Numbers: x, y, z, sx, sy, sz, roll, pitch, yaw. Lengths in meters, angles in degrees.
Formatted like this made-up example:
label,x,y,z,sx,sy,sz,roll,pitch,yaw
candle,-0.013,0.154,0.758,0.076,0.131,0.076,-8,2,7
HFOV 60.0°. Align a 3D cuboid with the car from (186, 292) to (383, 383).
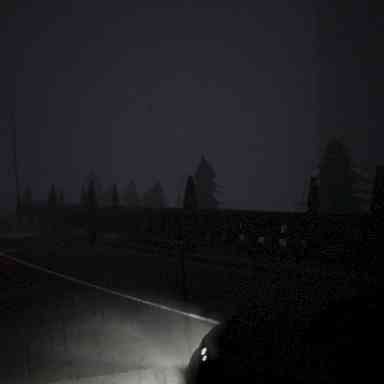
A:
label,x,y,z,sx,sy,sz,roll,pitch,yaw
car,1.989,1.582,2.771,4.181,1.385,1.994,0,-1,36
